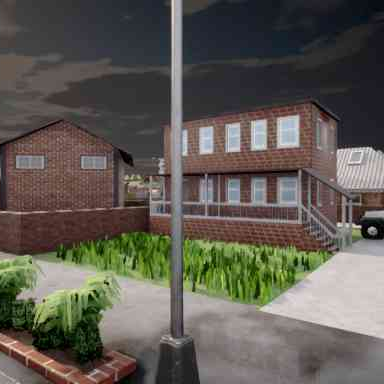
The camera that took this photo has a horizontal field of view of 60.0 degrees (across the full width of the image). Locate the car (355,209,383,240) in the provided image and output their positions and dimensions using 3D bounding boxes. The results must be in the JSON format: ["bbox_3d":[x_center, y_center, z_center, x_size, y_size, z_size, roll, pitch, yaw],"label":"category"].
[{"bbox_3d":[8.443,0.973,12.627,3.866,1.878,1.905,0,0,36],"label":"car"}]
